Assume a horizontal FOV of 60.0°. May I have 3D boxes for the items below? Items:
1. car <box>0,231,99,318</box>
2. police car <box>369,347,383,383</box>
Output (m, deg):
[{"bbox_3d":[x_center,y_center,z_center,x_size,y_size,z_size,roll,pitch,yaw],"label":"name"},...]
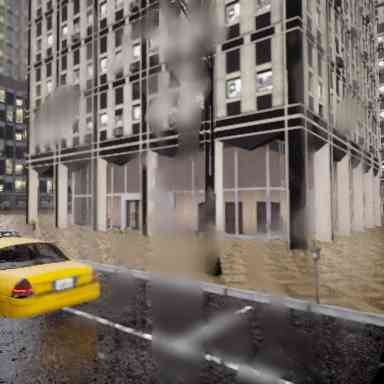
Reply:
[{"bbox_3d":[-4.351,1.664,7.540,5.366,1.575,1.801,-1,-2,37],"label":"car"},{"bbox_3d":[3.729,1.505,1.512,5.238,1.638,1.930,-1,-2,37],"label":"police car"}]
